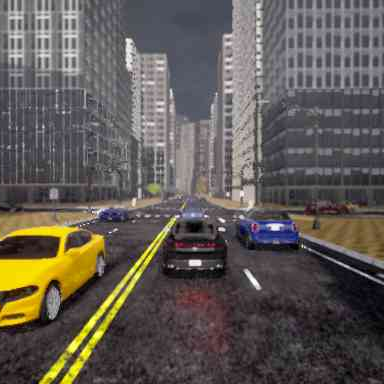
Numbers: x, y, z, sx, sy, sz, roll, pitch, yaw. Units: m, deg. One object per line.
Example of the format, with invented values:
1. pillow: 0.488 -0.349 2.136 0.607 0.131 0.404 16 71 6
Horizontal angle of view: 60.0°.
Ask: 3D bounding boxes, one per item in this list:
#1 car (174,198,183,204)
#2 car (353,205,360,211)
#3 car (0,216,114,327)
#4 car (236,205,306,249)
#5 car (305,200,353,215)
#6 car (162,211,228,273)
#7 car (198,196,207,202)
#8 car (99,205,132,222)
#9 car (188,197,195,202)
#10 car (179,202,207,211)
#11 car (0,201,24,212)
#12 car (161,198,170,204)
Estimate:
1. car: -3.405 2.208 84.825 1.837 1.490 4.892 0 0 0
2. car: 21.722 2.072 48.383 4.829 1.417 1.752 0 0 1
3. car: -3.362 1.548 7.465 1.882 1.535 5.008 0 -1 0
4. car: 3.320 1.487 15.373 2.097 1.767 4.553 0 -1 0
5. car: 16.129 1.876 40.088 5.009 1.841 2.192 0 0 1
6. car: 0.079 1.604 10.980 1.837 1.490 4.892 0 -1 0
7. car: 3.085 2.220 90.850 1.882 1.535 5.008 0 0 0
8. car: -6.584 1.857 28.926 1.895 1.301 4.718 0 -1 0
9. car: -0.165 2.222 90.847 1.882 1.535 5.008 0 0 0
10. car: 0.052 1.782 26.743 2.033 1.411 5.357 0 0 0
11. car: -22.799 1.803 40.547 4.313 1.339 1.947 0 0 1
12. car: -6.655 2.234 84.820 1.812 1.442 4.674 0 0 0
